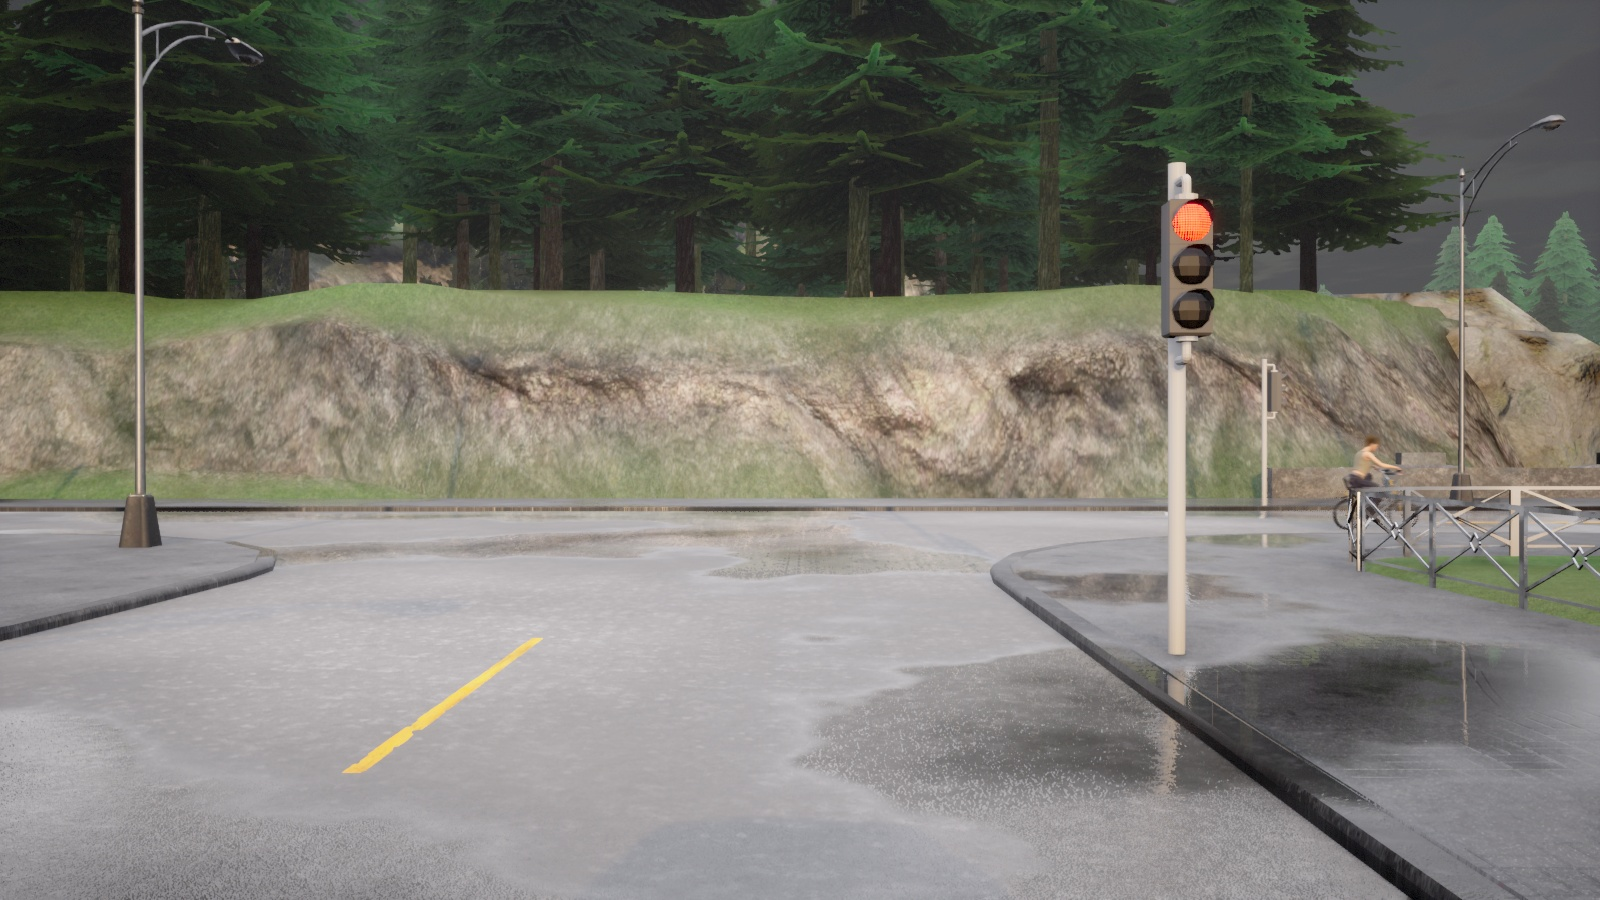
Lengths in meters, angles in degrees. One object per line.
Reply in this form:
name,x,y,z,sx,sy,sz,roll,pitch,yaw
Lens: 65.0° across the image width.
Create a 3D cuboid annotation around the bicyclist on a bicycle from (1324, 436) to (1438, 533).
bicyclist on a bicycle,9.826,0.571,21.262,1.509,1.612,0.866,0,1,-2
